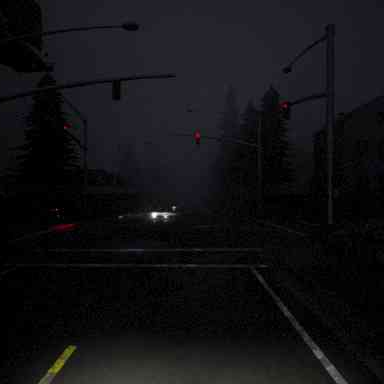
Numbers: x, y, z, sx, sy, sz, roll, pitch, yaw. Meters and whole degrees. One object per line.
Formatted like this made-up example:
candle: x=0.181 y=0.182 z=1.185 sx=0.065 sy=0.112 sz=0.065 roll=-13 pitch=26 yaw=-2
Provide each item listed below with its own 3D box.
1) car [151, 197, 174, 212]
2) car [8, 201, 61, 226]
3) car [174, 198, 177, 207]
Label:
car: x=-3.477 y=1.564 z=38.045 sx=1.994 sy=1.385 sz=4.181 roll=0 pitch=0 yaw=0
car: x=-11.070 y=1.317 z=21.461 sx=4.902 sy=1.511 sz=2.128 roll=1 pitch=0 yaw=-1
car: x=-3.390 y=1.547 z=52.923 sx=2.033 sy=1.411 sz=5.357 roll=0 pitch=0 yaw=1
